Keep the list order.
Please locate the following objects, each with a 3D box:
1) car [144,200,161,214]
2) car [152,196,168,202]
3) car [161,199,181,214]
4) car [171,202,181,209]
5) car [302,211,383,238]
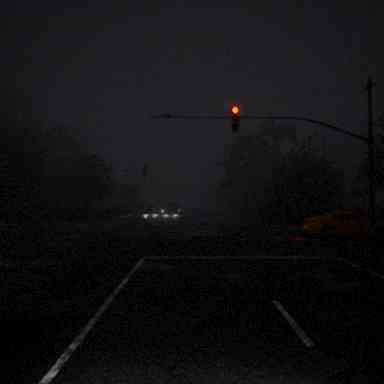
[{"bbox_3d":[-7.071,2.851,57.631,2.097,1.767,4.553,0,0,0],"label":"car"},{"bbox_3d":[-7.003,2.623,72.957,2.150,2.045,5.566,0,1,0],"label":"car"},{"bbox_3d":[-3.569,2.722,58.016,2.150,2.045,5.566,0,0,0],"label":"car"},{"bbox_3d":[-3.503,2.930,73.751,2.033,1.411,5.357,0,1,0],"label":"car"},{"bbox_3d":[9.135,1.872,19.613,5.008,1.535,1.882,0,-2,0],"label":"car"}]
